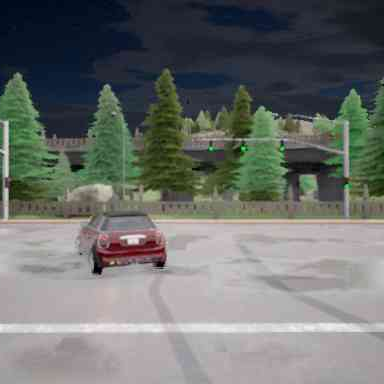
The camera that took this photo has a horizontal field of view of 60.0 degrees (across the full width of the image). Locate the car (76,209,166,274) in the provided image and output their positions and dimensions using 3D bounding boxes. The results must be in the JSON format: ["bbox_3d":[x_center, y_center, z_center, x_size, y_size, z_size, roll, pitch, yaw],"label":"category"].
[{"bbox_3d":[-2.509,1.380,11.029,2.097,1.767,4.553,0,0,-25],"label":"car"}]
